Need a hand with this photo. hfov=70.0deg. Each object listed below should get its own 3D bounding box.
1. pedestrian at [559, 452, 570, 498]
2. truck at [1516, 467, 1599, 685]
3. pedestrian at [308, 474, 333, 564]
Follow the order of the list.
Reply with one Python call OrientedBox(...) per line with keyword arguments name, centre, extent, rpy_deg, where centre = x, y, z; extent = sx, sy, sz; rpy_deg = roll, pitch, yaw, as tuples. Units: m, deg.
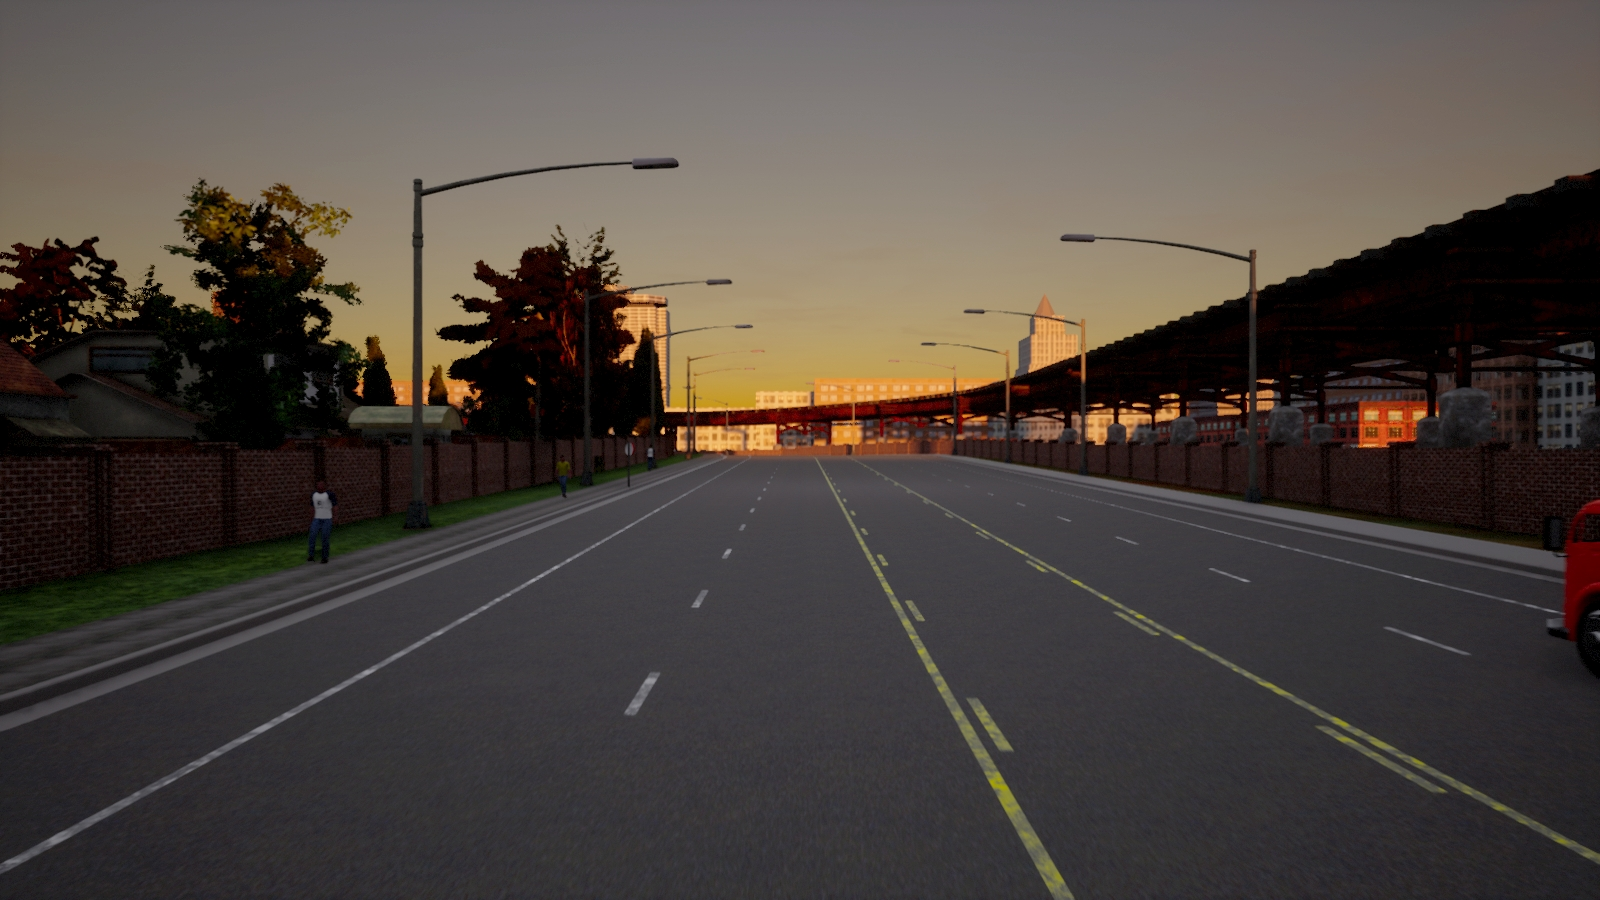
OrientedBox(name="pedestrian", centre=(-9.651, 1.022, 46.789), extent=(0.375, 1.860, 0.375), rpy_deg=(0, 0, -1))
OrientedBox(name="truck", centre=(10.502, 1.481, 12.037), extent=(2.627, 2.467, 5.204), rpy_deg=(0, 1, 0))
OrientedBox(name="pedestrian", centre=(-9.976, 1.430, 23.781), extent=(0.375, 1.860, 0.375), rpy_deg=(0, 0, -2))
